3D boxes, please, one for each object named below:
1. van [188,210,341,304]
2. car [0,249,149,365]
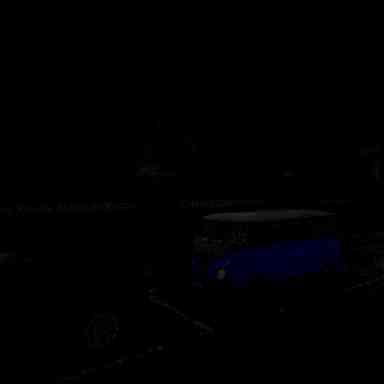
[{"bbox_3d":[1.814,1.340,7.848,3.998,1.788,1.690,0,0,-36],"label":"van"},{"bbox_3d":[-2.782,1.545,4.549,4.507,1.381,1.887,0,0,-36],"label":"car"}]
